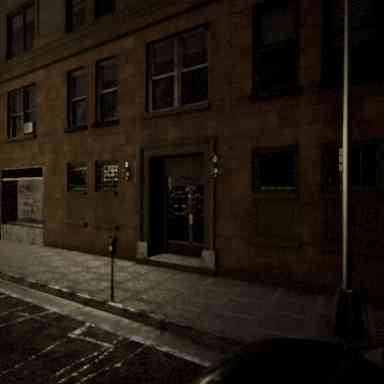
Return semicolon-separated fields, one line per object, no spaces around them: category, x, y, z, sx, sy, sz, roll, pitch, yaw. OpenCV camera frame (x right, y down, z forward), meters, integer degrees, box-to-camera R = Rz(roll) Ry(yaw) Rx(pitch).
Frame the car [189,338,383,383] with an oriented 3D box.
car;1.885;1.551;1.732;4.403;1.369;2.008;0;0;36
